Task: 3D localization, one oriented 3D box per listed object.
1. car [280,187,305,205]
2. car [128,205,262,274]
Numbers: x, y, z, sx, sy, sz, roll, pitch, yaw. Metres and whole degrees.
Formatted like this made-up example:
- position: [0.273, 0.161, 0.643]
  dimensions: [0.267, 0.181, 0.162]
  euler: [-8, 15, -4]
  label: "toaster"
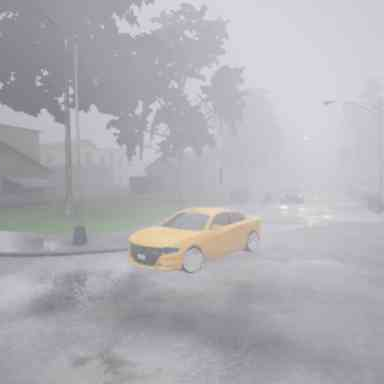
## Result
- position: [10.152, 0.271, 33.488]
  dimensions: [2.097, 1.767, 4.553]
  euler: [0, 2, 21]
  label: "car"
- position: [0.323, 1.213, 10.022]
  dimensions: [1.882, 1.535, 5.008]
  euler: [3, 4, 38]
  label: "car"
